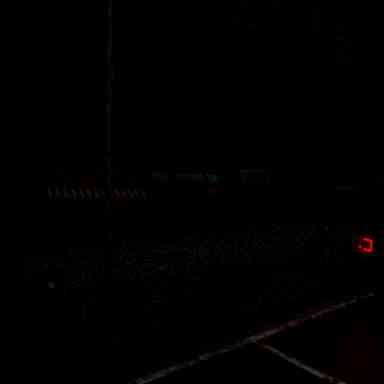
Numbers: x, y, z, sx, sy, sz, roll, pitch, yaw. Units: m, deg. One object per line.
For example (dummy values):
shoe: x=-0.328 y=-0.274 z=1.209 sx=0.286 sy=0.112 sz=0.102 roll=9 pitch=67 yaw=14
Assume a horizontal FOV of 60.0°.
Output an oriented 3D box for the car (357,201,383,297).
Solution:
car: x=5.716 y=1.094 z=6.975 sx=5.566 sy=2.045 sz=2.150 roll=-1 pitch=1 yaw=-35
